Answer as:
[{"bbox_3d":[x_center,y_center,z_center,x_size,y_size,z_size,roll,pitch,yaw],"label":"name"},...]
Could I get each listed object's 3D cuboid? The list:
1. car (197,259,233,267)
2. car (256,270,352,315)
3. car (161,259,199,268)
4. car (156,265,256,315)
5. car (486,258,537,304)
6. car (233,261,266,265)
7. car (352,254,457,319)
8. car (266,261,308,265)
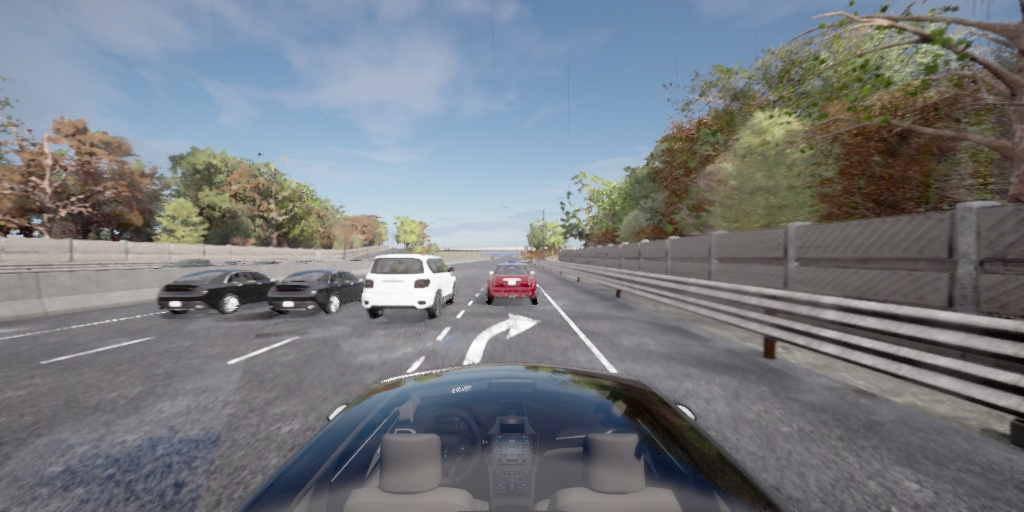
[{"bbox_3d":[-28.070,1.291,35.406,1.994,1.385,4.181,0,0,0],"label":"car"},{"bbox_3d":[-6.901,1.240,13.483,1.837,1.490,4.892,0,0,0],"label":"car"},{"bbox_3d":[-31.569,1.077,34.993,2.097,1.767,4.553,0,0,0],"label":"car"},{"bbox_3d":[-10.401,1.239,13.498,1.837,1.490,4.892,0,0,0],"label":"car"},{"bbox_3d":[-0.001,1.085,16.485,2.097,1.767,4.553,0,0,0],"label":"car"},{"bbox_3d":[-24.573,1.234,35.515,1.837,1.490,4.892,0,-1,0],"label":"car"},{"bbox_3d":[-3.404,0.958,12.949,2.150,2.045,5.566,0,0,0],"label":"car"},{"bbox_3d":[-21.076,1.275,35.165,2.033,1.411,5.357,0,0,0],"label":"car"}]
